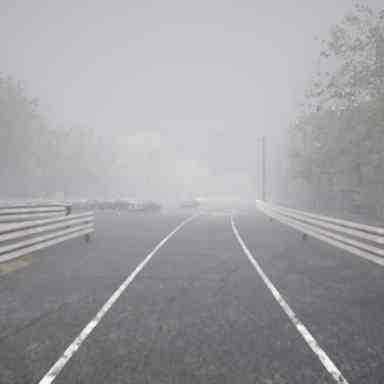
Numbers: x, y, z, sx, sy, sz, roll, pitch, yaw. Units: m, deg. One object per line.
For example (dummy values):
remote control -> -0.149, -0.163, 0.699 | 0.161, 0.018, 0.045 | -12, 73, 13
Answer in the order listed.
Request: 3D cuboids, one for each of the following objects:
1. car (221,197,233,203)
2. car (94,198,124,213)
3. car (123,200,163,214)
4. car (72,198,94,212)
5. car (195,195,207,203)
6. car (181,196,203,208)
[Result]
car -> 9.608, 2.238, 93.981 | 1.882, 1.535, 5.008 | 0, -1, 17
car -> -8.178, 1.420, 36.308 | 1.882, 1.535, 5.008 | 0, -1, 17
car -> -4.834, 1.544, 35.178 | 2.033, 1.411, 5.357 | 2, 0, 17
car -> -11.507, 1.459, 37.390 | 1.812, 1.442, 4.674 | 0, -1, 17
car -> 1.969, 1.777, 81.080 | 2.150, 2.045, 5.566 | 0, -1, 17
car -> -0.219, 1.739, 50.182 | 1.994, 1.385, 4.181 | 0, -1, 17
